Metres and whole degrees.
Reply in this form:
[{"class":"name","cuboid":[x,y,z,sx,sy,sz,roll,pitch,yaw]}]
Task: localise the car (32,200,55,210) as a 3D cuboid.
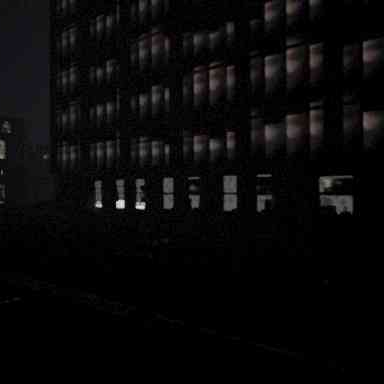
[{"class":"car","cuboid":[-17.576,1.609,41.159,1.802,1.307,4.206,-1,-1,36]}]
